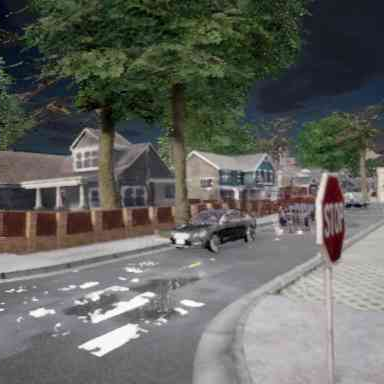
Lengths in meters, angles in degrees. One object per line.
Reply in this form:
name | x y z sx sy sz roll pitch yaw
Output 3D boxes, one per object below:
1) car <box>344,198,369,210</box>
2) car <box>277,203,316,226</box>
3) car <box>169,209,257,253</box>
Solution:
car | 18.805 1.383 38.004 1.895 1.301 4.718 -2 -1 37
car | 7.715 1.477 23.079 2.033 1.411 5.357 -2 -1 36
car | 1.016 1.506 14.005 2.128 1.511 4.902 -2 -1 36
